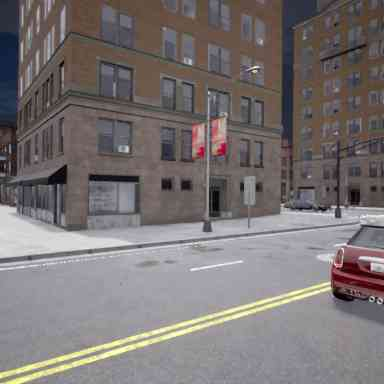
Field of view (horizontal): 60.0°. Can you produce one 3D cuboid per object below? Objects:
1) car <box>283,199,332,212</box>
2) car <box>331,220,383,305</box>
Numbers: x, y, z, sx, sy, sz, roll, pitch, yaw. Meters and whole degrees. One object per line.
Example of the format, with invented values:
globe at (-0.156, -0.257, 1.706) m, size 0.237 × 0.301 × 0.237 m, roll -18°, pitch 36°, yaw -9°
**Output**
car at (12.897, 1.470, 37.465) m, size 2.033 × 1.411 × 5.357 m, roll 1°, pitch 0°, yaw -36°
car at (5.017, 1.355, 7.105) m, size 4.553 × 1.767 × 2.097 m, roll 0°, pitch 0°, yaw -36°
